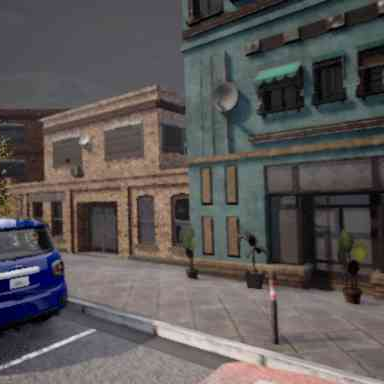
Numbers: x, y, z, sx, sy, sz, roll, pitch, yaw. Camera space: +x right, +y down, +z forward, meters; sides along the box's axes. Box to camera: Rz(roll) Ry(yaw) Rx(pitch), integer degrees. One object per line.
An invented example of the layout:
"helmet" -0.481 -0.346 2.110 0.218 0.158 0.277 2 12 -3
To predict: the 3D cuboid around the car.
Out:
"car" -4.842 1.550 6.682 5.566 2.045 2.435 -1 -1 35
